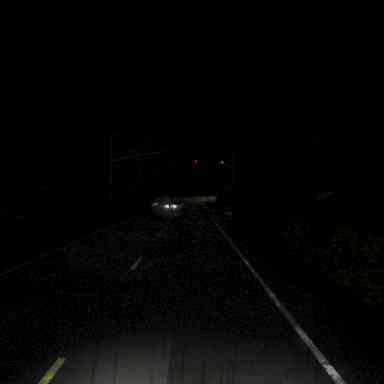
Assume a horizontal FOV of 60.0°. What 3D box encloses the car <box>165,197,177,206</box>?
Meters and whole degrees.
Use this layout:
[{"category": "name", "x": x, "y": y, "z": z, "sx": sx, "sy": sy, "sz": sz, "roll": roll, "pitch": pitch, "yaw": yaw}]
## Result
[{"category": "car", "x": -3.561, "y": 1.628, "z": 57.588, "sx": 1.994, "sy": 1.385, "sz": 4.181, "roll": 0, "pitch": 0, "yaw": 1}]
